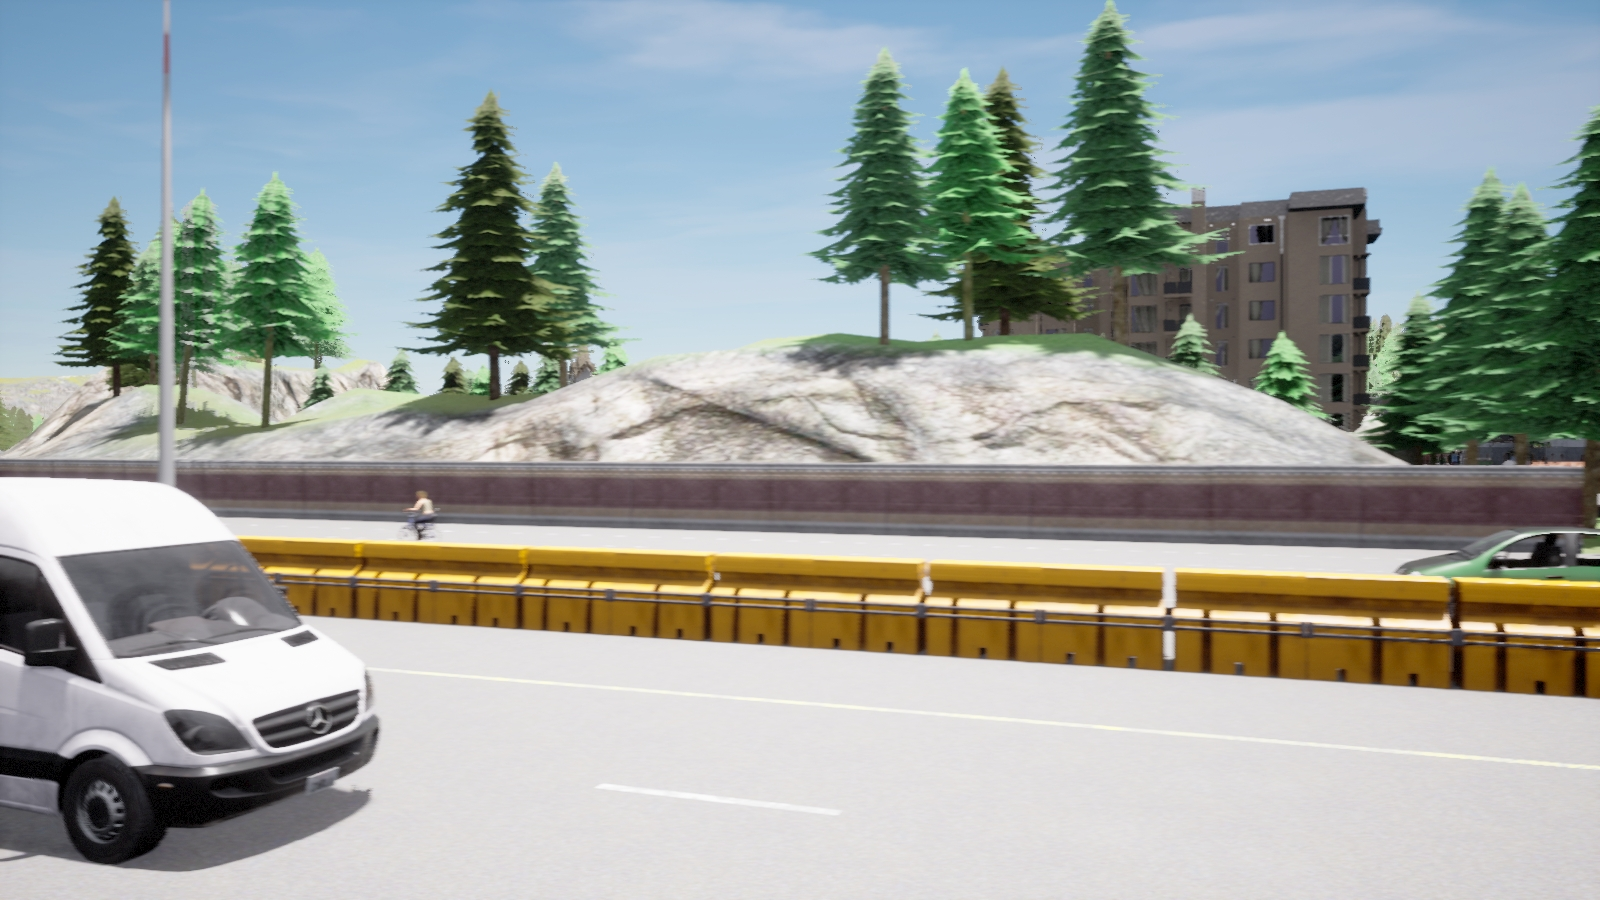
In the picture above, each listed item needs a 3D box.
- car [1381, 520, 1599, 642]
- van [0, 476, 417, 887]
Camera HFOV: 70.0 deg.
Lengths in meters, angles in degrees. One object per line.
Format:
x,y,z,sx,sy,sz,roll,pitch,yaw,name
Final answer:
11.389,2.000,17.795,3.988,1.617,1.851,0,0,20,car
-6.213,1.528,9.278,5.915,2.561,1.988,0,0,20,van
